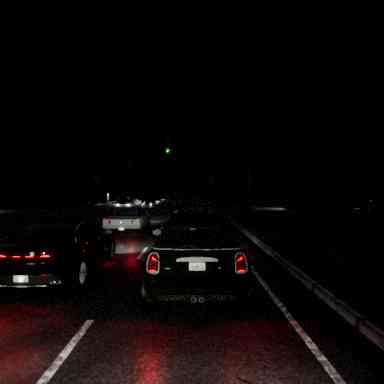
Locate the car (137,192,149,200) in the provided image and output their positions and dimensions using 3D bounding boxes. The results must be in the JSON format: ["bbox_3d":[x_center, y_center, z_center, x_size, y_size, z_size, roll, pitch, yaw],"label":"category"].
[{"bbox_3d":[-10.752,0.885,73.441,2.128,1.511,4.902,0,1,-1],"label":"car"}]

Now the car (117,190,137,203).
[{"bbox_3d":[-10.710,0.922,53.776,2.097,1.767,4.553,0,1,0],"label":"car"}]

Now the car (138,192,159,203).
[{"bbox_3d":[-7.215,1.098,55.925,2.033,1.411,5.357,0,1,0],"label":"car"}]

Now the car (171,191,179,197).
[{"bbox_3d":[-4.944,0.533,95.469,1.837,1.490,4.892,0,1,-7],"label":"car"}]

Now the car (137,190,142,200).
[{"bbox_3d":[-10.698,0.701,63.217,2.150,2.045,5.566,0,1,0],"label":"car"}]

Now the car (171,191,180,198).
[{"bbox_3d":[-4.163,0.671,85.303,1.882,1.535,5.008,0,1,-4],"label":"car"}]

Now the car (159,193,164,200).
[{"bbox_3d":[-7.190,0.997,65.993,2.033,1.411,5.357,0,1,1],"label":"car"}]

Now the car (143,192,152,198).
[{"bbox_3d":[-11.090,0.738,83.663,1.812,1.442,4.674,0,1,-2],"label":"car"}]

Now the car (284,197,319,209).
[{"bbox_3d":[13.702,1.247,39.171,5.357,1.411,2.033,0,1,-3],"label":"car"}]

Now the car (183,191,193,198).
[{"bbox_3d":[-0.704,0.697,86.003,1.812,1.442,4.674,0,1,-4],"label":"car"}]

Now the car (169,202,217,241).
[{"bbox_3d":[0.057,1.385,17.228,2.128,1.511,4.902,0,1,1],"label":"car"}]

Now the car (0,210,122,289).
[{"bbox_3d":[-3.417,1.467,9.052,1.837,1.490,4.892,0,0,0],"label":"car"}]

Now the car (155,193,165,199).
[{"bbox_3d":[-7.323,0.860,76.420,2.033,1.411,5.357,0,1,-1],"label":"car"}]

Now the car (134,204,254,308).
[{"bbox_3d":[0.086,1.322,7.999,2.097,1.767,4.553,0,0,0],"label":"car"}]

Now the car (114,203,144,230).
[{"bbox_3d":[-3.440,1.484,18.420,1.895,1.301,4.718,0,1,0],"label":"car"}]
